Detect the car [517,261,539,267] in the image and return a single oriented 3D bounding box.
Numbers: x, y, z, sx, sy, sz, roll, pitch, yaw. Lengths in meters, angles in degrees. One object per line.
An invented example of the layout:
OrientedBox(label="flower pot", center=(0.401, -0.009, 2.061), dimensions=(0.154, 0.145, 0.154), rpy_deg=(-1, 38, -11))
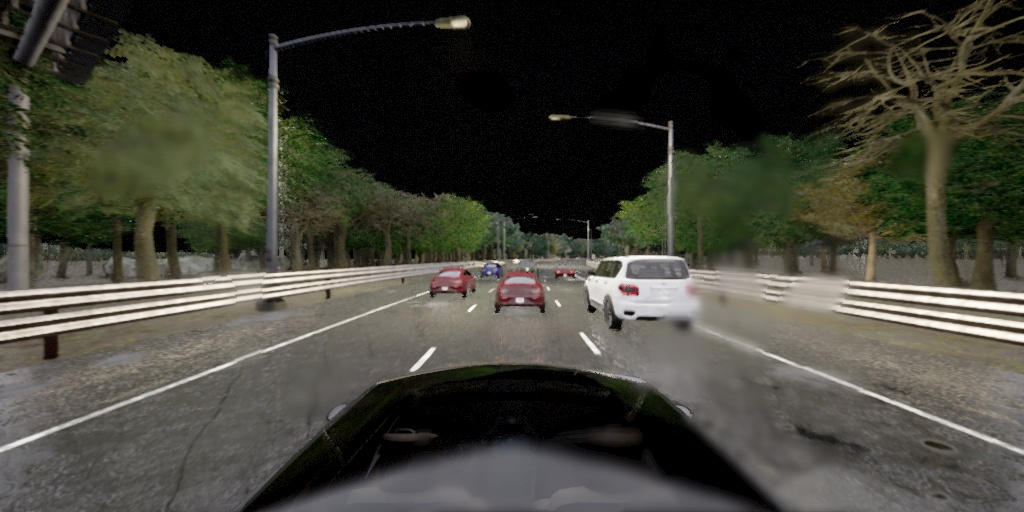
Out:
OrientedBox(label="car", center=(1.530, 1.234, 34.834), dimensions=(2.097, 1.767, 4.553), rpy_deg=(0, 0, 5))

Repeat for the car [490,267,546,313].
OrientedBox(label="car", center=(0.335, 1.325, 14.274), dimensions=(1.812, 1.442, 4.674), rpy_deg=(0, 0, 2))

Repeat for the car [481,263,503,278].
OrientedBox(label="car", center=(-1.931, 1.404, 35.627), dimensions=(1.812, 1.442, 4.674), rpy_deg=(0, 0, 5))

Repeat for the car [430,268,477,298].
OrientedBox(label="car", center=(-2.994, 1.336, 18.813), dimensions=(1.812, 1.442, 4.674), rpy_deg=(0, 0, 2))

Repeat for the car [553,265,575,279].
OrientedBox(label="car", center=(5.038, 1.491, 34.968), dimensions=(1.895, 1.301, 4.718), rpy_deg=(0, 0, 5))

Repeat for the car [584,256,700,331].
OrientedBox(label="car", center=(3.743, 1.016, 11.354), dimensions=(2.150, 2.045, 5.566), rpy_deg=(0, 0, 1))
